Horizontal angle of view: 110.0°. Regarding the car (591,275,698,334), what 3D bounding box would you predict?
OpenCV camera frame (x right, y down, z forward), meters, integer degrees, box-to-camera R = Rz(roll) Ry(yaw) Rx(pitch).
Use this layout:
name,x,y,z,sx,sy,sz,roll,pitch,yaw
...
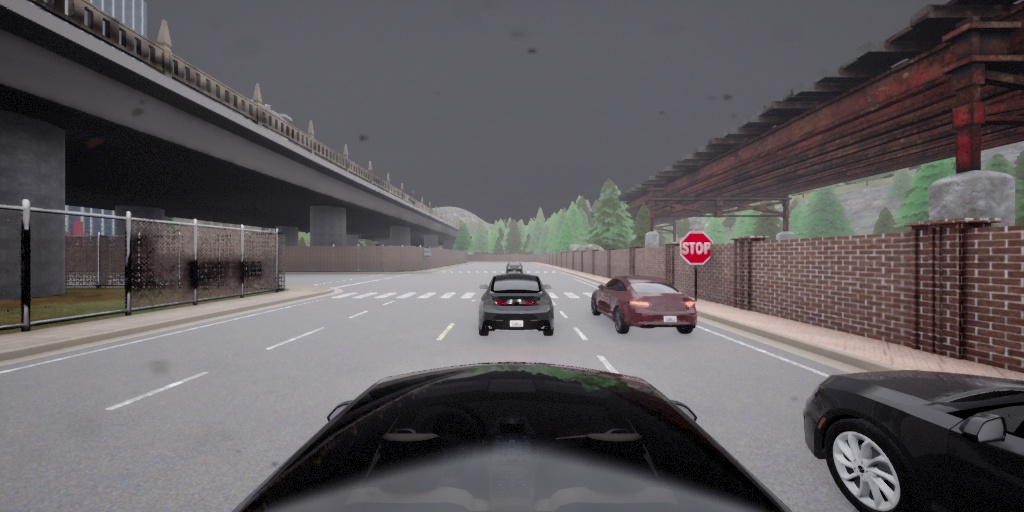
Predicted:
name,x,y,z,sx,sy,sz,roll,pitch,yaw
car,3.626,1.276,10.504,1.812,1.442,4.674,0,0,0

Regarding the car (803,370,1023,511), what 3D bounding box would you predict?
name,x,y,z,sx,sy,sz,roll,pitch,yaw
car,3.600,1.255,1.286,1.837,1.490,4.892,0,0,0

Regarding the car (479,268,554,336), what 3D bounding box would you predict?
name,x,y,z,sx,sy,sz,roll,pitch,yaw
car,0.105,1.255,10.378,1.837,1.490,4.892,0,0,0

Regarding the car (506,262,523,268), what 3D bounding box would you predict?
name,x,y,z,sx,sy,sz,roll,pitch,yaw
car,0.261,1.351,42.524,1.895,1.301,4.718,0,0,0
